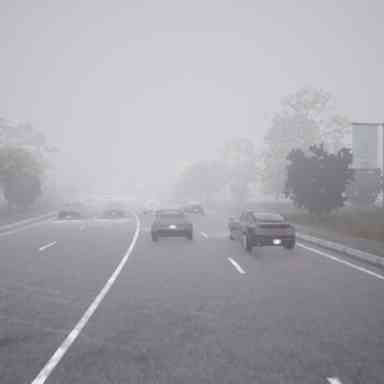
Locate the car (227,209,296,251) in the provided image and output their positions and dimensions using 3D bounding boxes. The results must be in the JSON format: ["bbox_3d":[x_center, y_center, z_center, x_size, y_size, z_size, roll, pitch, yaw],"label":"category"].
[{"bbox_3d":[2.762,1.486,14.057,1.837,1.490,4.892,0,0,-5],"label":"car"}]

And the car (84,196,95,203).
[{"bbox_3d":[-21.214,1.475,68.819,1.812,1.442,4.674,0,0,-17],"label":"car"}]

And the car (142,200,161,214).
[{"bbox_3d":[-4.115,1.501,34.358,1.812,1.442,4.674,0,0,-12],"label":"car"}]

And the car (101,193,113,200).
[{"bbox_3d":[-17.861,1.173,69.822,2.150,2.045,5.566,0,0,-17],"label":"car"}]

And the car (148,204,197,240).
[{"bbox_3d":[-1.108,1.550,17.058,1.994,1.385,4.181,0,0,-7],"label":"car"}]

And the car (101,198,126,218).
[{"bbox_3d":[-6.916,1.509,29.776,1.812,1.442,4.674,0,0,-12],"label":"car"}]

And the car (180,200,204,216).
[{"bbox_3d":[-0.090,1.498,32.225,1.812,1.442,4.674,0,0,-12],"label":"car"}]

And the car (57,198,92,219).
[{"bbox_3d":[-10.273,1.535,28.876,2.033,1.411,5.357,0,0,-11],"label":"car"}]
